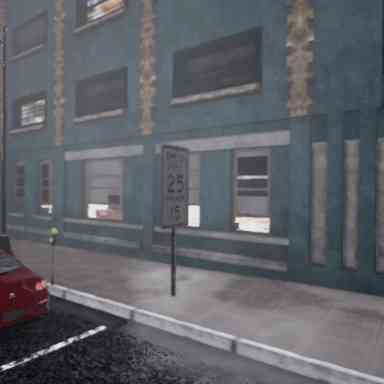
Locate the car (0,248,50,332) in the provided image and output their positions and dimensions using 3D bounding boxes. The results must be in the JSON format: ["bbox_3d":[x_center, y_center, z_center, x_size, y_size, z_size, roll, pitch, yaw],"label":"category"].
[{"bbox_3d":[-4.170,1.560,5.840,4.206,1.307,1.802,0,1,36],"label":"car"}]
